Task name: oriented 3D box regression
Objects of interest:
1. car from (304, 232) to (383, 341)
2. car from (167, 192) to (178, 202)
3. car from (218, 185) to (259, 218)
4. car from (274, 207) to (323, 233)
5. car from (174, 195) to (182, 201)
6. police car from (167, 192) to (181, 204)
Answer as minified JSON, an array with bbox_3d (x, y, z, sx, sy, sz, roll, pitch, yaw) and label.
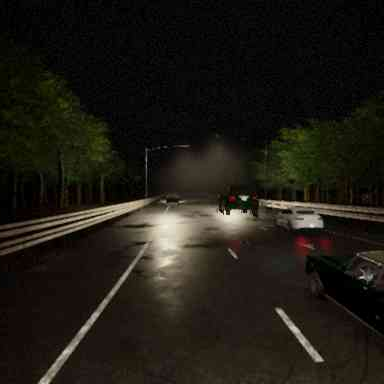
[{"bbox_3d":[3.531,1.646,5.592,1.895,1.301,4.718,0,0,-1],"label":"car"},{"bbox_3d":[-3.790,0.991,66.184,2.150,2.045,5.566,0,0,-3],"label":"car"},{"bbox_3d":[3.216,0.572,23.822,2.150,2.045,5.566,-1,0,-3],"label":"car"},{"bbox_3d":[6.577,1.679,20.821,1.812,1.442,4.674,0,0,-2],"label":"car"},{"bbox_3d":[-3.893,1.635,90.570,2.033,1.411,5.357,0,0,-3],"label":"car"},{"bbox_3d":[-3.301,1.116,56.275,1.930,1.638,5.238,0,0,-3],"label":"police car"}]
